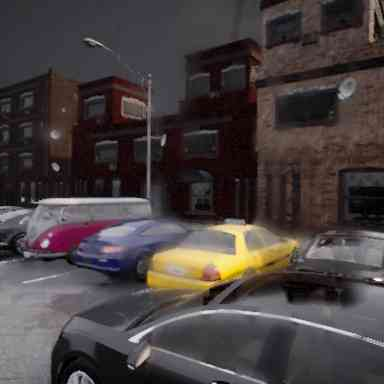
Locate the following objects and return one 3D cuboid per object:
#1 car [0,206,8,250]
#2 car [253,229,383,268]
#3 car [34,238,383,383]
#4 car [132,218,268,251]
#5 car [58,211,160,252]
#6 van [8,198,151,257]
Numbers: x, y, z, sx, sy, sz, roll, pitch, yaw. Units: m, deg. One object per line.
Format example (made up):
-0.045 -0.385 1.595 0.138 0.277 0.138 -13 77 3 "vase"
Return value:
-5.652 1.395 12.978 2.231 1.521 4.892 0 0 35 "car"
3.326 1.473 6.574 2.231 1.521 4.892 1 0 35 "car"
0.761 1.498 2.836 4.892 1.490 1.837 1 1 36 "car"
1.194 1.448 8.331 1.946 1.575 5.366 1 0 35 "car"
-1.161 1.471 9.779 2.002 1.452 4.674 0 0 35 "car"
-3.370 1.187 11.214 1.878 1.987 4.442 0 0 36 "van"
